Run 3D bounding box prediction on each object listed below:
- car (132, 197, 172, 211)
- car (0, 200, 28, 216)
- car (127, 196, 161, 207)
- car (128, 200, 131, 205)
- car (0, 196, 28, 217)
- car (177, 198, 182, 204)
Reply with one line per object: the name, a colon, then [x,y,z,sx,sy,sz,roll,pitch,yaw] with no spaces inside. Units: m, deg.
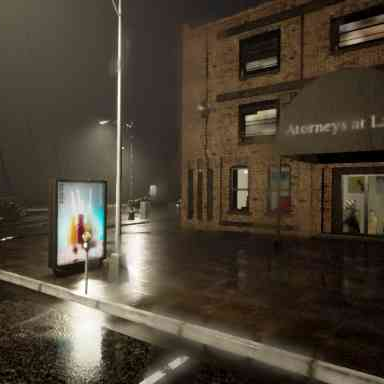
car: [-4.203,1.336,37.555,1.837,1.490,4.892,1,1,36]
car: [-17.740,1.429,30.340,1.895,1.301,4.718,1,1,33]
car: [-6.521,1.315,45.748,1.895,1.301,4.718,1,1,36]
car: [-5.148,1.315,42.127,2.033,1.411,5.357,1,1,36]
car: [-16.000,1.232,27.128,2.097,1.767,4.553,1,1,35]
car: [-0.410,1.180,54.074,1.812,1.442,4.674,1,1,37]
